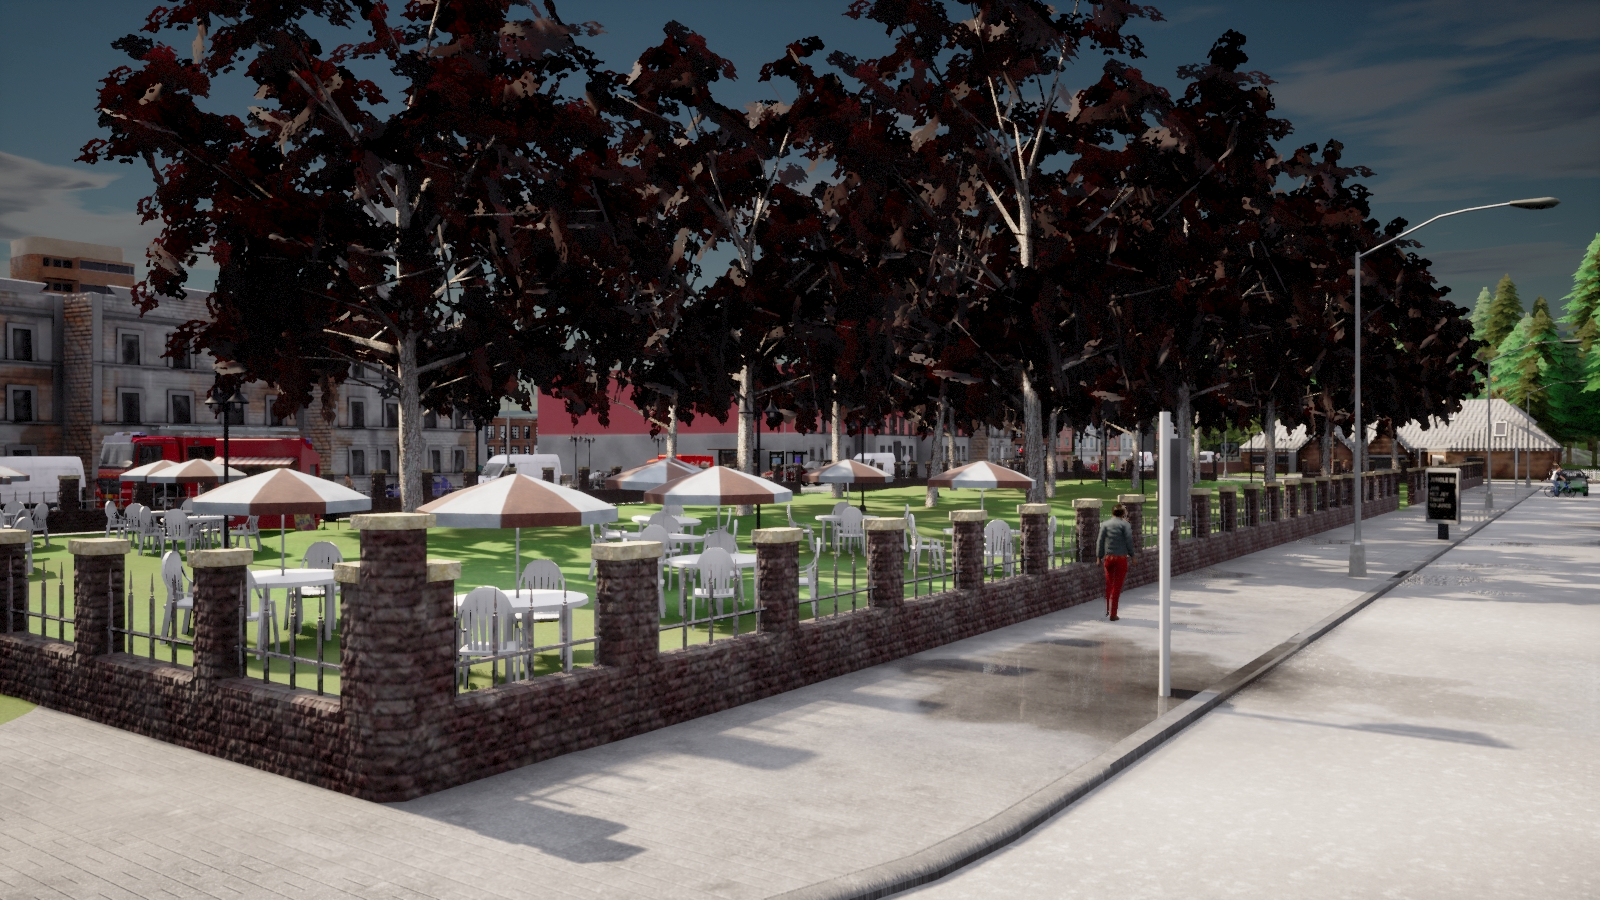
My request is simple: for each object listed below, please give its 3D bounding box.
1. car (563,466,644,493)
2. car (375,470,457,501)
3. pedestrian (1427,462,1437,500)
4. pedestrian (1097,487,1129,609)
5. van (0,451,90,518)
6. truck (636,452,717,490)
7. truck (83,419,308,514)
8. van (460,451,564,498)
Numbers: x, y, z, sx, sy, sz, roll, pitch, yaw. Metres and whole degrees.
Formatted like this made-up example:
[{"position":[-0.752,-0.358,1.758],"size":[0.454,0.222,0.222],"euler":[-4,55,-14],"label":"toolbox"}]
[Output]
[{"position":[-12.166,1.814,71.050],"size":[2.097,1.535,5.006],"euler":[0,0,35],"label":"car"},{"position":[-20.045,1.818,59.739],"size":[1.845,1.501,3.633],"euler":[0,0,35],"label":"car"},{"position":[31.212,1.525,56.422],"size":[0.375,1.860,0.375],"euler":[0,0,35],"label":"pedestrian"},{"position":[4.887,1.517,17.850],"size":[0.375,1.860,0.375],"euler":[0,0,37],"label":"pedestrian"},{"position":[-31.021,1.314,44.007],"size":[1.988,2.561,5.915],"euler":[0,0,35],"label":"van"},{"position":[-8.233,1.348,76.671],"size":[2.627,2.467,5.204],"euler":[0,0,35],"label":"truck"},{"position":[-26.598,0.670,50.778],"size":[2.891,3.827,8.468],"euler":[0,0,35],"label":"truck"},{"position":[-16.329,1.314,65.083],"size":[1.988,2.561,5.915],"euler":[0,0,35],"label":"van"}]
